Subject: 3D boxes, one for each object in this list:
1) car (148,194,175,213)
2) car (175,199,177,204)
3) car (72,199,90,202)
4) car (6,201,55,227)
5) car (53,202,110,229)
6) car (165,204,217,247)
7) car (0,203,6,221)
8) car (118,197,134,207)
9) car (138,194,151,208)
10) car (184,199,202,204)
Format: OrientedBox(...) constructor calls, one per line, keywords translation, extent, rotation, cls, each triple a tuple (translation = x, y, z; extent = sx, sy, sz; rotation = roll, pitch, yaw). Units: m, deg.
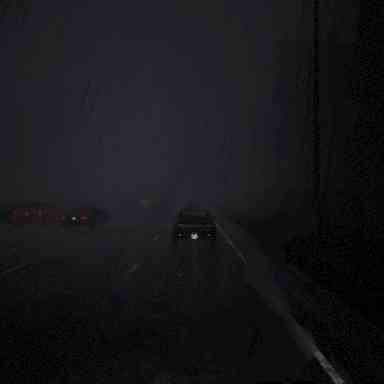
OrientedBox(translation=(-3.404, 1.444, 38.291), extent=(2.097, 1.767, 4.553), rotation=(0, 0, 0), cls="car")
OrientedBox(translation=(-3.505, 1.611, 55.357), extent=(1.882, 1.535, 5.008), rotation=(0, 0, 0), cls="car")
OrientedBox(translation=(-13.947, 1.610, 42.248), extent=(1.837, 1.490, 4.892), rotation=(0, 0, 0), cls="car")
OrientedBox(translation=(-10.403, 1.408, 23.088), extent=(2.097, 1.767, 4.553), rotation=(0, 0, 0), cls="car")
OrientedBox(translation=(-6.902, 1.601, 21.947), extent=(2.033, 1.411, 5.357), rotation=(0, 0, 0), cls="car")
OrientedBox(translation=(0.098, 1.529, 15.271), extent=(2.128, 1.511, 4.902), rotation=(0, 0, 0), cls="car")
OrientedBox(translation=(-13.903, 1.568, 25.465), extent=(1.837, 1.490, 4.892), rotation=(0, 0, 0), cls="car")
OrientedBox(translation=(-10.407, 1.633, 52.757), extent=(1.837, 1.490, 4.892), rotation=(0, 0, 0), cls="car")
OrientedBox(translation=(-6.906, 1.346, 51.540), extent=(2.150, 2.045, 5.566), rotation=(0, 0, 0), cls="car")
OrientedBox(translation=(0.096, 1.582, 37.759), extent=(2.128, 1.511, 4.902), rotation=(0, 0, 0), cls="car")
